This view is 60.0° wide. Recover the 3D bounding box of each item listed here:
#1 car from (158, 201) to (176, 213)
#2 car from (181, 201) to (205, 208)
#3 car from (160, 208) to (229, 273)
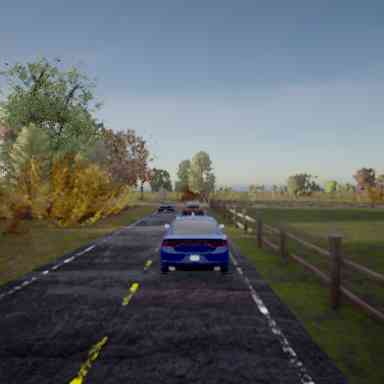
[{"bbox_3d":[-2.844,1.689,38.211,1.895,1.301,4.718,0,0,0],"label":"car"},{"bbox_3d":[0.091,1.576,30.747,1.837,1.490,4.892,0,0,0],"label":"car"},{"bbox_3d":[0.080,1.504,10.836,1.882,1.535,5.008,0,0,0],"label":"car"}]
